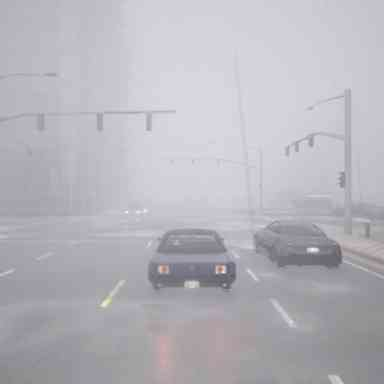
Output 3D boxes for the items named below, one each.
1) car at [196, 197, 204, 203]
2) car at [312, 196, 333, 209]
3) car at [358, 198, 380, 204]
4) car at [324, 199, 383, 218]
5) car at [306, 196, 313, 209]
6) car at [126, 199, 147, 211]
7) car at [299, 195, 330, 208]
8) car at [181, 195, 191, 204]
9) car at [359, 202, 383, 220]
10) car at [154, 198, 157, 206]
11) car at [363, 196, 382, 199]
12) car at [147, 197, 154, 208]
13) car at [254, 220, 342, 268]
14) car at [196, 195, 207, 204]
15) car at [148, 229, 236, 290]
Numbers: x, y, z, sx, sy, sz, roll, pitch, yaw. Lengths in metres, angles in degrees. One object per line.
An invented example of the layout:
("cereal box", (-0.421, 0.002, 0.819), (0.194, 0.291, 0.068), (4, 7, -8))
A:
("car", (2.036, 2.025, 86.164), (1.812, 1.442, 4.674), (0, 0, -1))
("car", (24.202, 1.891, 59.403), (3.806, 1.475, 1.970), (0, 0, 0))
("car", (39.181, 1.964, 73.531), (3.905, 1.438, 1.784), (0, 0, 0))
("car", (16.553, 1.798, 33.891), (4.902, 1.511, 2.128), (0, 0, -1))
("car", (24.183, 1.881, 62.298), (3.905, 1.438, 1.784), (0, 0, 0))
("car", (-8.012, 1.854, 47.046), (1.837, 1.490, 4.892), (0, 0, -1))
("car", (24.114, 1.690, 64.982), (4.605, 1.855, 1.932), (0, 0, 0))
("car", (-1.320, 1.777, 75.726), (2.150, 2.045, 5.566), (0, 0, -1))
("car", (18.106, 1.845, 30.407), (4.181, 1.385, 1.994), (0, 0, -1))
("car", (-8.208, 1.843, 66.162), (2.097, 1.767, 4.553), (0, 0, 0))
("car", (39.137, 1.732, 70.636), (4.605, 1.855, 1.932), (0, 0, 0))
("car", (-8.136, 1.910, 56.398), (2.128, 1.511, 4.902), (0, 0, -1))
("car", (3.452, 1.651, 11.591), (1.994, 1.385, 4.181), (0, 0, -1))
("car", (2.180, 1.777, 75.774), (2.150, 2.045, 5.566), (0, 0, -1))
("car", (-0.017, 1.670, 9.212), (1.895, 1.301, 4.718), (0, 0, -1))
